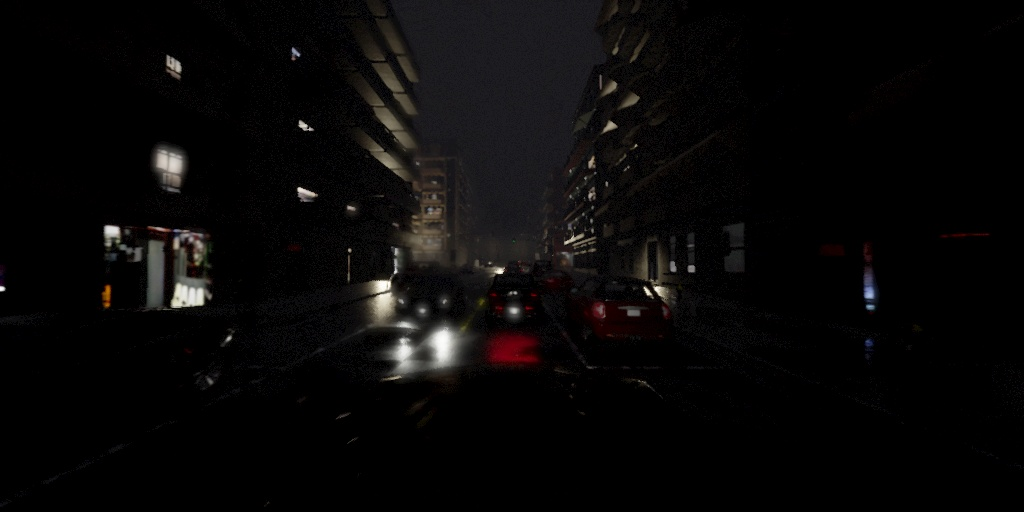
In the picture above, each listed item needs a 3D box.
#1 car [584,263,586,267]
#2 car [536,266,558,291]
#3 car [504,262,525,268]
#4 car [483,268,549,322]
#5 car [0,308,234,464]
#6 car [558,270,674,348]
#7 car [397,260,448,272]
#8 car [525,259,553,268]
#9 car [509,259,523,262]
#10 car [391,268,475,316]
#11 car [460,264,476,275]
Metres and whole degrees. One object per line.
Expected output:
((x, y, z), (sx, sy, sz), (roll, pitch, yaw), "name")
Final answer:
((13.811, 1.607, 60.524), (4.403, 1.370, 2.007), (0, 0, 0), "car")
((2.554, 1.448, 20.525), (1.802, 1.307, 4.207), (0, 0, 0), "car")
((0.137, 1.544, 36.536), (1.994, 1.385, 4.181), (0, -1, 0), "car")
((0.054, 1.319, 12.605), (1.837, 1.490, 4.892), (0, 0, 0), "car")
((-5.313, 1.328, 4.001), (1.948, 1.339, 4.313), (0, 0, 0), "car")
((2.542, 1.235, 9.463), (1.967, 1.591, 4.097), (0, 0, 0), "car")
((-5.294, 1.180, 20.589), (2.192, 1.841, 5.009), (0, 0, 0), "car")
((2.567, 1.259, 31.587), (2.192, 1.841, 5.009), (0, 0, 0), "car")
((0.155, 1.453, 51.333), (2.097, 1.767, 4.553), (0, 0, 0), "car")
((-2.837, 1.370, 14.005), (2.033, 1.411, 5.357), (0, 0, 0), "car")
((-5.269, 1.613, 42.713), (1.802, 1.307, 4.207), (0, 0, 0), "car")
